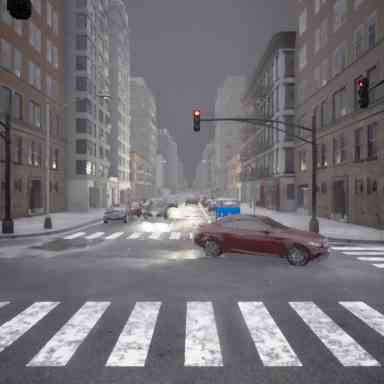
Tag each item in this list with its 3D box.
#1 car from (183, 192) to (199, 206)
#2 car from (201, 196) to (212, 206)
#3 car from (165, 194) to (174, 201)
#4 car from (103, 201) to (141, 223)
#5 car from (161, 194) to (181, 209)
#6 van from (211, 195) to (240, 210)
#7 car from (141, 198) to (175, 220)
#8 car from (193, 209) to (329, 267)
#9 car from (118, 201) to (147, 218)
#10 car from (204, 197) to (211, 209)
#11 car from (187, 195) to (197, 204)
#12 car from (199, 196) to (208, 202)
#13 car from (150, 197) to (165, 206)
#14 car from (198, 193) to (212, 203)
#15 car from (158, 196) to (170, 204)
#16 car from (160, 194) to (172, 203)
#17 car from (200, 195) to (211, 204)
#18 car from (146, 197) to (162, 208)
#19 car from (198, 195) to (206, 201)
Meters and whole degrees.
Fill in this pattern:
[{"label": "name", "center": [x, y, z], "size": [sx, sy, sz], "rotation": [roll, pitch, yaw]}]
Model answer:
[{"label": "car", "center": [-0.047, 1.341, 55.113], "size": [2.097, 1.767, 4.553], "rotation": [0, 0, 0]}, {"label": "car", "center": [2.597, 1.576, 47.741], "size": [1.802, 1.307, 4.206], "rotation": [0, 0, 0]}, {"label": "car", "center": [-5.456, 1.409, 81.819], "size": [1.967, 1.590, 4.097], "rotation": [0, 0, 0]}, {"label": "car", "center": [-5.410, 1.549, 25.000], "size": [2.008, 1.369, 4.403], "rotation": [0, 0, 0]}, {"label": "car", "center": [-2.879, 1.473, 45.202], "size": [1.882, 1.535, 5.008], "rotation": [0, 0, 0]}, {"label": "van", "center": [2.615, 1.340, 25.016], "size": [1.690, 1.788, 3.998], "rotation": [0, 0, 0]}, {"label": "car", "center": [-2.873, 1.490, 27.914], "size": [2.128, 1.511, 4.902], "rotation": [0, 0, 0]}, {"label": "car", "center": [2.258, 1.547, 11.579], "size": [4.674, 1.442, 1.812], "rotation": [0, 1, 29]}, {"label": "car", "center": [-5.414, 1.543, 30.682], "size": [1.887, 1.381, 4.507], "rotation": [0, 0, 0]}, {"label": "car", "center": [2.606, 1.580, 36.378], "size": [1.802, 1.307, 4.206], "rotation": [0, 0, 0]}, {"label": "car", "center": [-0.055, 1.459, 65.145], "size": [1.882, 1.535, 5.008], "rotation": [0, 0, 0]}, {"label": "car", "center": [2.574, 1.524, 76.147], "size": [2.008, 1.369, 4.403], "rotation": [0, 0, 0]}, {"label": "car", "center": [-5.433, 1.556, 53.410], "size": [1.947, 1.339, 4.313], "rotation": [0, 0, 0]}, {"label": "car", "center": [2.593, 1.305, 53.422], "size": [2.192, 1.841, 5.009], "rotation": [0, 0, 0]}, {"label": "car", "center": [-5.442, 1.547, 64.773], "size": [1.947, 1.339, 4.313], "rotation": [0, 0, 0]}, {"label": "car", "center": [-5.447, 1.292, 70.455], "size": [2.192, 1.841, 5.009], "rotation": [0, 0, 0]}, {"label": "car", "center": [2.583, 1.422, 64.785], "size": [1.967, 1.590, 4.097], "rotation": [0, 0, 0]}, {"label": "car", "center": [-5.428, 1.519, 47.558], "size": [1.752, 1.417, 4.829], "rotation": [0, 0, 0]}, {"label": "car", "center": [2.564, 1.530, 87.510], "size": [1.947, 1.339, 4.313], "rotation": [0, 0, 0]}]
